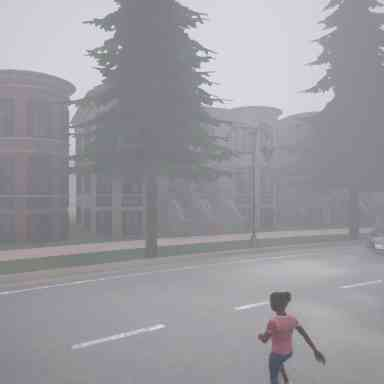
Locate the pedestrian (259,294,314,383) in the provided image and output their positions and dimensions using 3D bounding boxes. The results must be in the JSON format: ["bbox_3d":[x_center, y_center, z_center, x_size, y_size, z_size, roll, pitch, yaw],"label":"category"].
[{"bbox_3d":[0.935,1.294,3.395,0.375,1.860,0.375,0,0,-32],"label":"pedestrian"}]

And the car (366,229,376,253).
[{"bbox_3d":[8.377,1.491,11.550,4.902,1.511,2.128,0,0,-19],"label":"car"}]

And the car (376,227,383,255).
[{"bbox_3d":[6.638,1.478,7.175,5.008,1.535,1.882,-1,0,-23],"label":"car"}]
